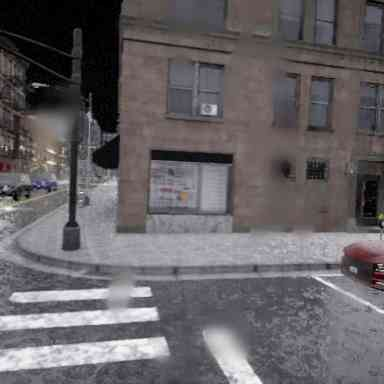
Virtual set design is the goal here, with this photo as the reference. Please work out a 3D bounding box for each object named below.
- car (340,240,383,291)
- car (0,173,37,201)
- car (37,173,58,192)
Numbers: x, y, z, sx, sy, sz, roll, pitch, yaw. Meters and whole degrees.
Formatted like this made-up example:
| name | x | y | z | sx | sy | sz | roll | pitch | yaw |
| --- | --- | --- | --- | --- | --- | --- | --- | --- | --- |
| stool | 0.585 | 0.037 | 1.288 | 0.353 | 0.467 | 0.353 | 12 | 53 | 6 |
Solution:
| name | x | y | z | sx | sy | sz | roll | pitch | yaw |
| --- | --- | --- | --- | --- | --- | --- | --- | --- | --- |
| car | 5.541 | 1.414 | 7.333 | 4.507 | 1.381 | 1.887 | 1 | 3 | -12 |
| car | -14.228 | -0.477 | 26.121 | 2.150 | 2.045 | 5.566 | 2 | 3 | -13 |
| car | -16.843 | -1.109 | 37.975 | 2.150 | 2.045 | 5.566 | 2 | 2 | -13 |
